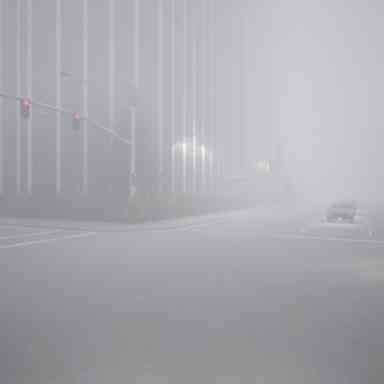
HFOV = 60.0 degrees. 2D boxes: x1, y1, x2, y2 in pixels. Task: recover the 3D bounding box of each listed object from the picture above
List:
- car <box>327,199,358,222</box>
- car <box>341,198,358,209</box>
[{"bbox_3d":[11.890,1.545,26.443,2.033,1.411,5.357,0,0,27],"label":"car"},{"bbox_3d":[21.863,1.596,46.037,1.895,1.301,4.718,0,0,27],"label":"car"}]
